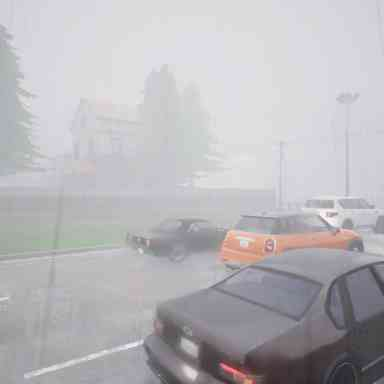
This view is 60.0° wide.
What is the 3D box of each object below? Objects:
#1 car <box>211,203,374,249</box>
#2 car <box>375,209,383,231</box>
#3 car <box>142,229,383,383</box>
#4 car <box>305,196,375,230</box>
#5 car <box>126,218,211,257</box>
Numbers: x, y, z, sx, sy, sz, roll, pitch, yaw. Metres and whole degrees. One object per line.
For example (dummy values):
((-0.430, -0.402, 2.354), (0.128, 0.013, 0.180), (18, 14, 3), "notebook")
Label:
((3.072, 1.352, 9.785), (4.553, 1.767, 2.097), (0, 0, -36), "car")
((10.713, 1.479, 15.262), (5.008, 1.535, 1.882), (0, 0, -36), "car")
((2.007, 1.548, 4.684), (5.357, 1.411, 2.033), (0, 0, -36), "car")
((8.099, 1.222, 17.691), (5.566, 2.045, 2.150), (0, 0, -36), "car")
((0.162, 1.601, 11.990), (4.718, 1.301, 1.895), (0, 0, -36), "car")
